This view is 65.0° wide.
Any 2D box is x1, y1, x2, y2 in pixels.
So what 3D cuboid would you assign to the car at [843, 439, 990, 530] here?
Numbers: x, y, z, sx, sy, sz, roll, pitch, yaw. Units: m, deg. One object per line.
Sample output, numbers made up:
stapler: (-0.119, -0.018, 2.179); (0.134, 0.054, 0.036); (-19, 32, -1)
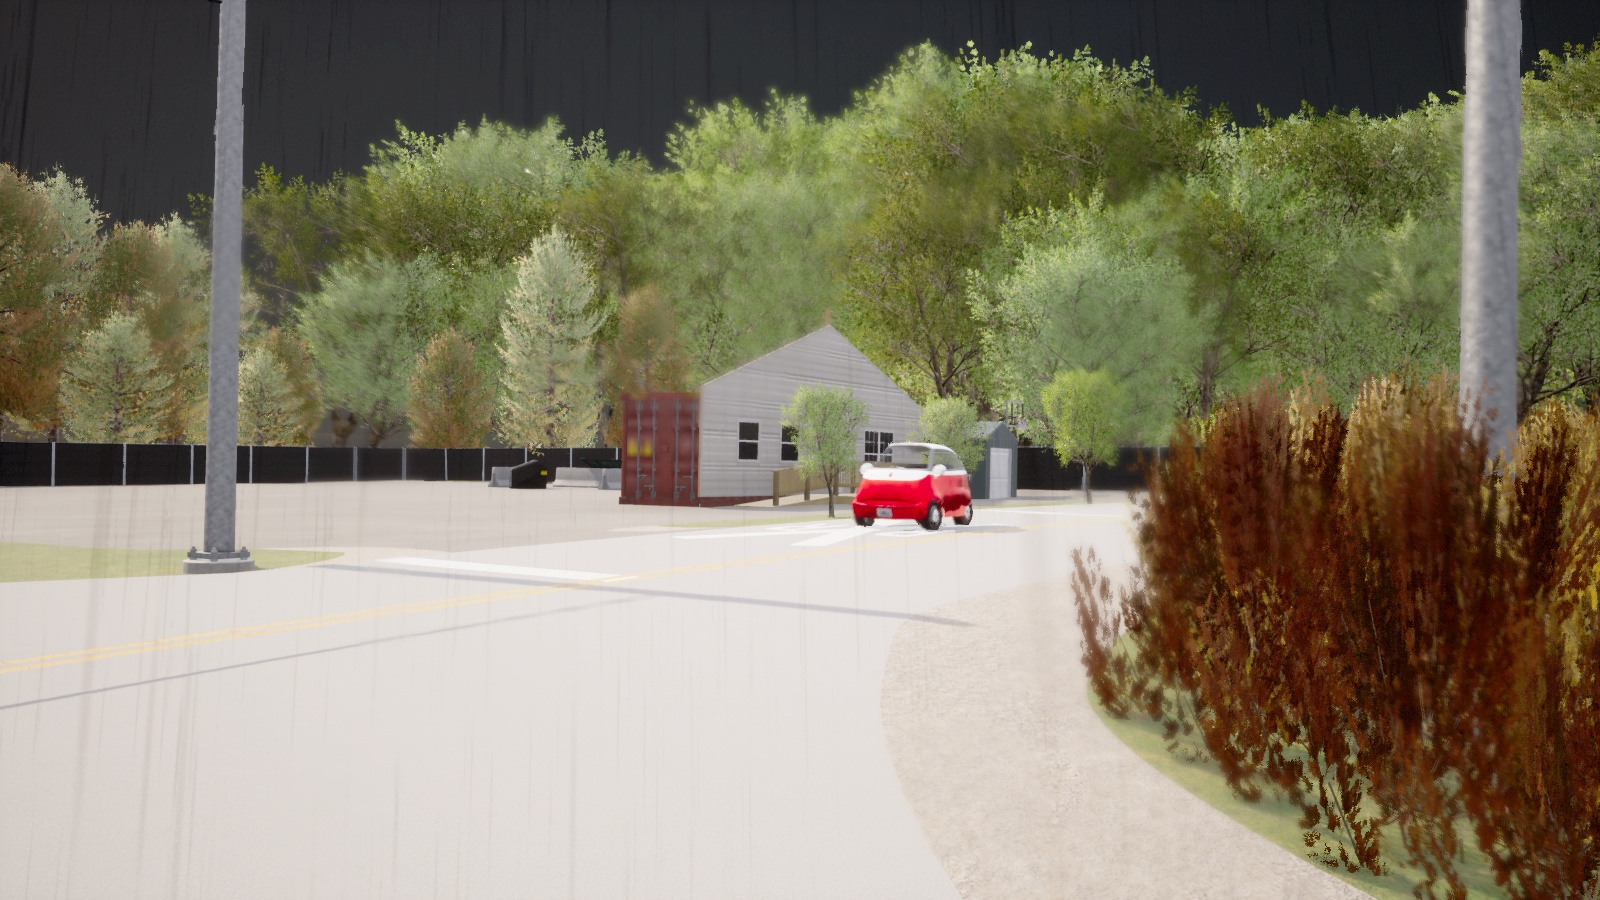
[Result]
car: (1.919, 0.527, 20.377); (1.481, 1.376, 2.207); (0, 0, 34)
